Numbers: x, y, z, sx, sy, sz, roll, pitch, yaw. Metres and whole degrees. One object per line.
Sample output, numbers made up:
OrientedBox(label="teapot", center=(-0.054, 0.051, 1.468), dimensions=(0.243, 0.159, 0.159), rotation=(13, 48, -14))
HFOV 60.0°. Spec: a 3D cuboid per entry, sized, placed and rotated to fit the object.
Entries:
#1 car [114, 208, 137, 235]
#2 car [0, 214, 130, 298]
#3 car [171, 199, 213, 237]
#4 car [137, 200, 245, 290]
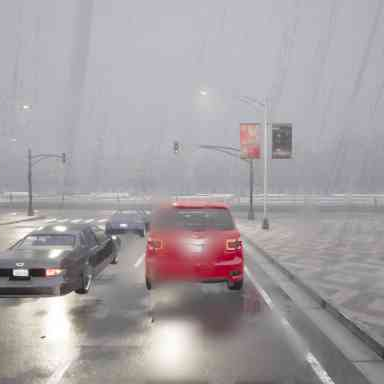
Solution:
OrientedBox(label="car", center=(-3.279, 1.554, 17.877), dimensions=(1.994, 1.385, 4.181), rotation=(0, 0, 0))
OrientedBox(label="car", center=(-3.204, 1.542, 8.683), dimensions=(2.033, 1.411, 5.357), rotation=(0, 0, -1))
OrientedBox(label="car", center=(-0.037, 1.341, 18.775), dimensions=(2.097, 1.767, 4.553), rotation=(0, 0, 0))
OrientedBox(label="car", center=(0.038, 1.216, 9.176), dimensions=(2.150, 2.045, 5.566), rotation=(0, 0, -1))
